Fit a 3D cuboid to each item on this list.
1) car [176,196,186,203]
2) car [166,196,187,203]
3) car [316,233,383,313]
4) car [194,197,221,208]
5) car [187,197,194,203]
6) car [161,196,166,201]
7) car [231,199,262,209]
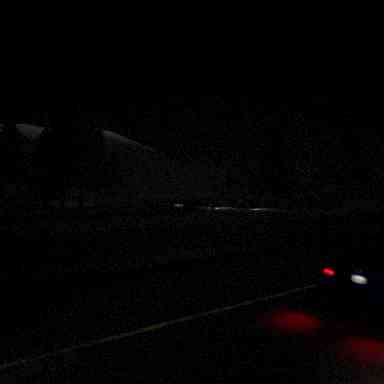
[{"bbox_3d":[-2.656,1.765,79.627,1.812,1.442,4.674,0,0,-10],"label":"car"},{"bbox_3d":[-3.151,1.691,66.857,2.128,1.511,4.902,0,0,-18],"label":"car"},{"bbox_3d":[4.959,1.592,7.260,5.357,1.411,2.033,0,0,-35],"label":"car"},{"bbox_3d":[2.717,1.533,53.021,2.097,1.767,4.553,0,0,-27],"label":"car"},{"bbox_3d":[-0.027,1.781,68.470,1.994,1.385,4.181,0,0,-18],"label":"car"},{"bbox_3d":[-6.473,1.783,81.533,1.994,1.385,4.181,0,0,-10],"label":"car"},{"bbox_3d":[8.140,1.744,50.433,2.033,1.411,5.357,0,0,-31],"label":"car"}]
